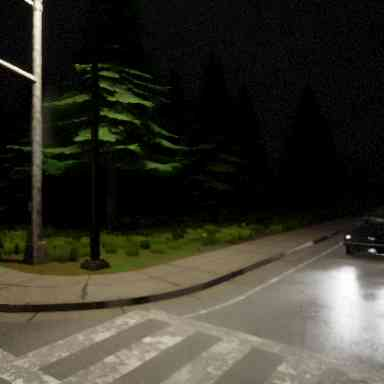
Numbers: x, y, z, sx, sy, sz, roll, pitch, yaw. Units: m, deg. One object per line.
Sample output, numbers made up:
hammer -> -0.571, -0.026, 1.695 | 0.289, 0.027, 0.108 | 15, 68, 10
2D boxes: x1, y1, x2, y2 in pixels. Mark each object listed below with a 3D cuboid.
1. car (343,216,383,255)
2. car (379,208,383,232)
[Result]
car -> 7.233, 1.623, 12.748 | 1.895, 1.301, 4.718 | 0, 0, 37
car -> 12.942, 1.626, 20.452 | 1.895, 1.301, 4.718 | 0, 0, 37
